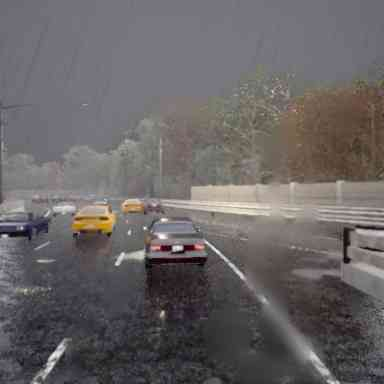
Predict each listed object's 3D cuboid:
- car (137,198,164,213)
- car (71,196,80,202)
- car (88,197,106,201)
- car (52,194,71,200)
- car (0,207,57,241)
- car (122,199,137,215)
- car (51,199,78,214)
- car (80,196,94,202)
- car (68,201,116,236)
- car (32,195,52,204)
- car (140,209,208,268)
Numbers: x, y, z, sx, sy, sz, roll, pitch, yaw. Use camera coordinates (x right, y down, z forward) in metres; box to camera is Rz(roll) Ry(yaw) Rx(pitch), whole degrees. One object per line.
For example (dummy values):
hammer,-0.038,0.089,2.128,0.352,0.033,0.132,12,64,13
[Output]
car,-4.152,1.370,34.296,2.097,1.767,4.553,1,-1,-14
car,-23.770,1.470,68.549,1.812,1.442,4.674,0,0,-40
car,-9.682,1.565,35.140,1.812,1.442,4.674,0,0,-19
car,-26.514,1.309,66.377,2.097,1.767,4.553,0,0,-40
car,-8.510,1.631,16.730,1.895,1.301,4.718,0,0,-10
car,-6.270,1.507,34.756,1.882,1.535,5.008,-1,0,-13
car,-12.576,1.648,32.917,1.895,1.301,4.718,0,0,-18
car,-18.574,1.579,61.205,1.837,1.490,4.892,0,0,-34
car,-5.318,1.499,18.549,1.882,1.535,5.008,0,0,-10
car,-29.277,1.318,64.228,2.097,1.767,4.553,0,0,-40
car,-0.681,1.553,11.396,2.033,1.411,5.357,0,0,-7
